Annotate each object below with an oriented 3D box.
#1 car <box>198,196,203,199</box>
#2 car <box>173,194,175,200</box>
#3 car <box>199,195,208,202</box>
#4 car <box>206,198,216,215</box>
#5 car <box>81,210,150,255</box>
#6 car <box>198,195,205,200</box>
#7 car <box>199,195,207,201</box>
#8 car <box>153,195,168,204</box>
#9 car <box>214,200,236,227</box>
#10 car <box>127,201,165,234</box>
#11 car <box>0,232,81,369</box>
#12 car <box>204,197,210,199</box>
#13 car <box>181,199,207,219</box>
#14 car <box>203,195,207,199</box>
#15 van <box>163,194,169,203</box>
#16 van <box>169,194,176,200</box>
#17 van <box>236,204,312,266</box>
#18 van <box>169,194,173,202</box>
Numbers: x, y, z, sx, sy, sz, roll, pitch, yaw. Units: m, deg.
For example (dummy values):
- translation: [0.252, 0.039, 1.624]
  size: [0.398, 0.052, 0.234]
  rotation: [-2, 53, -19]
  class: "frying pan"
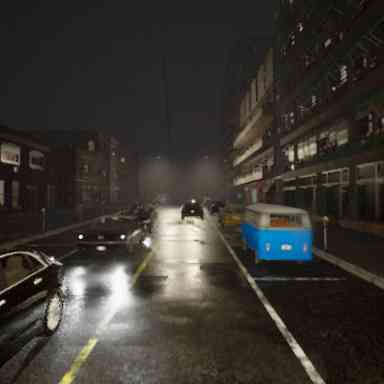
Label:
- translation: [0.097, 1.596, 46.143]
  size: [1.994, 1.385, 4.181]
  rotation: [0, 0, 0]
  class: "car"
- translation: [-5.651, 1.572, 83.886]
  size: [1.887, 1.381, 4.507]
  rotation: [1, 0, 0]
  class: "car"
- translation: [2.730, 1.469, 78.345]
  size: [1.967, 1.590, 4.097]
  rotation: [1, 0, 0]
  class: "car"
- translation: [2.713, 1.595, 33.700]
  size: [1.947, 1.339, 4.313]
  rotation: [1, 0, 0]
  class: "car"
- translation: [-3.087, 1.617, 13.538]
  size: [1.895, 1.301, 4.718]
  rotation: [0, 0, 0]
  class: "car"
- translation: [2.733, 1.601, 95.087]
  size: [1.802, 1.307, 4.206]
  rotation: [1, 0, 0]
  class: "car"
- translation: [2.730, 1.578, 83.925]
  size: [2.008, 1.369, 4.403]
  rotation: [1, 0, 0]
  class: "car"
- translation: [-5.660, 1.600, 55.984]
  size: [1.947, 1.339, 4.313]
  rotation: [1, 0, 0]
  class: "car"
- translation: [2.709, 1.548, 22.708]
  size: [1.752, 1.417, 4.829]
  rotation: [1, 0, 0]
  class: "car"
- translation: [-2.994, 1.512, 19.511]
  size: [2.128, 1.511, 4.902]
  rotation: [0, 0, 0]
  class: "car"
- translation: [-3.088, 1.511, 3.895]
  size: [1.837, 1.490, 4.892]
  rotation: [0, 0, 0]
  class: "car"
- translation: [2.715, 1.597, 39.281]
  size: [1.947, 1.339, 4.313]
  rotation: [1, 0, 0]
  class: "car"
- translation: [0.059, 1.592, 29.518]
  size: [1.994, 1.385, 4.181]
  rotation: [0, 0, 1]
  class: "car"
- translation: [2.719, 1.577, 50.443]
  size: [1.887, 1.381, 4.507]
  rotation: [1, 0, 0]
  class: "car"
- translation: [-5.654, 1.375, 61.565]
  size: [1.690, 1.788, 3.998]
  rotation: [1, 0, 0]
  class: "van"
- translation: [-5.643, 1.361, 95.047]
  size: [1.690, 1.788, 3.998]
  rotation: [1, 0, 0]
  class: "van"
- translation: [2.709, 1.354, 11.378]
  size: [1.690, 1.788, 3.998]
  rotation: [1, 0, 0]
  class: "van"
- translation: [-5.651, 1.373, 72.725]
  size: [1.690, 1.788, 3.998]
  rotation: [1, 0, 0]
  class: "van"
